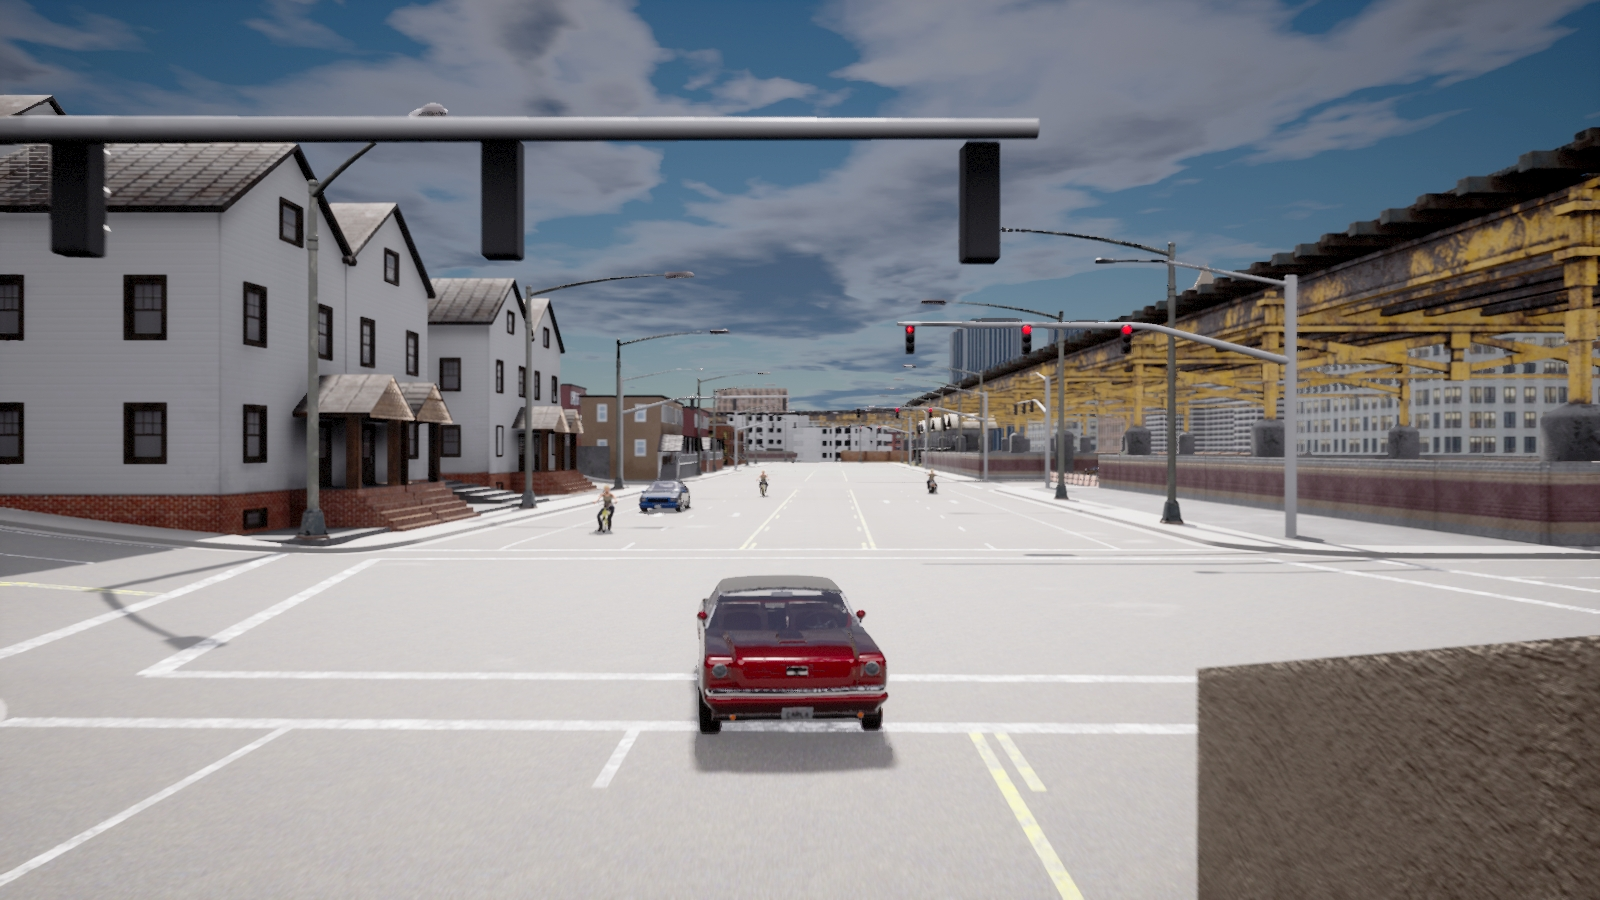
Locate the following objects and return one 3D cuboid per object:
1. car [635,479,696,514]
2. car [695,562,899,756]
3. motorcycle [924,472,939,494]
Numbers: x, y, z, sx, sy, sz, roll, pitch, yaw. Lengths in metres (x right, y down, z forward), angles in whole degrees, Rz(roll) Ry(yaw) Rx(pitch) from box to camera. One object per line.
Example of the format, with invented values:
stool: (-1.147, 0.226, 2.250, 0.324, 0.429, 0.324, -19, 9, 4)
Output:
car: (-6.162, 2.102, 52.843, 2.033, 1.411, 5.357, 0, 0, 2)
car: (-0.216, 2.154, 12.912, 1.895, 1.301, 4.718, 0, 0, -5)
motorcycle: (8.475, 2.135, 73.678, 0.764, 1.332, 2.356, 0, 0, 2)
